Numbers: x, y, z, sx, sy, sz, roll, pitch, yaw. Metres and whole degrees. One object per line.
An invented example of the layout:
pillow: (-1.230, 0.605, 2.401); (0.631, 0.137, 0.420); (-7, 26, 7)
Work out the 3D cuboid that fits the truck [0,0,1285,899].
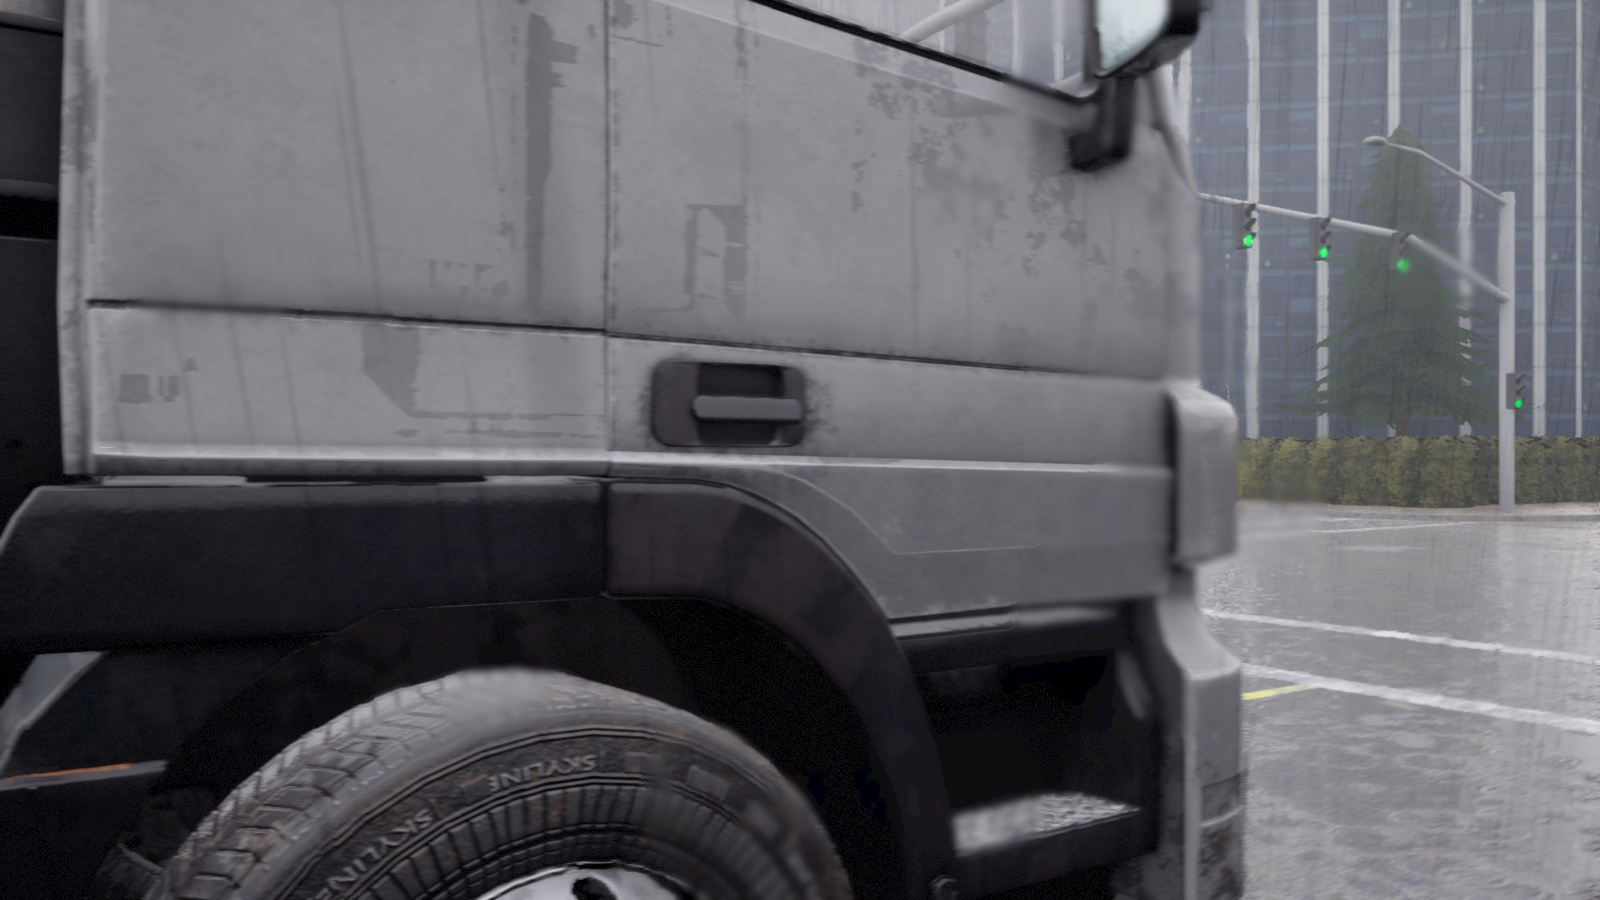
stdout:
truck: (-3.083, -0.227, 1.516); (7.936, 3.462, 2.891); (0, 0, -35)
